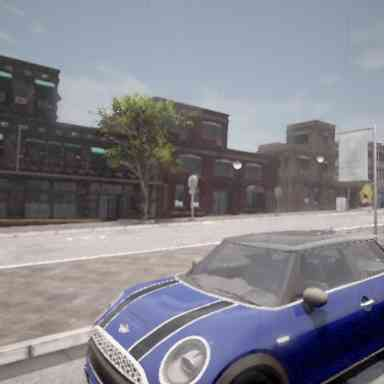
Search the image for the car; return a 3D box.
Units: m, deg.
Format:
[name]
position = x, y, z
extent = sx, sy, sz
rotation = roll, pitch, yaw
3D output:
[car]
position = 1.021, 1.358, 4.369
extent = 4.553, 1.767, 2.097
rotation = 0, 0, -35
